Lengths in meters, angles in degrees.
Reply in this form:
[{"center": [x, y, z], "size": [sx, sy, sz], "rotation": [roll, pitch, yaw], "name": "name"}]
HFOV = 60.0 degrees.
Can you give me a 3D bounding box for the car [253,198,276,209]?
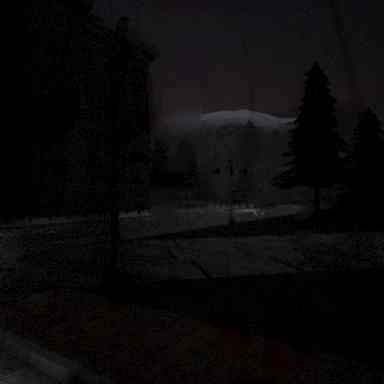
[{"center": [10.576, 1.680, 48.287], "size": [2.128, 1.511, 4.902], "rotation": [-1, -1, 36], "name": "car"}]
